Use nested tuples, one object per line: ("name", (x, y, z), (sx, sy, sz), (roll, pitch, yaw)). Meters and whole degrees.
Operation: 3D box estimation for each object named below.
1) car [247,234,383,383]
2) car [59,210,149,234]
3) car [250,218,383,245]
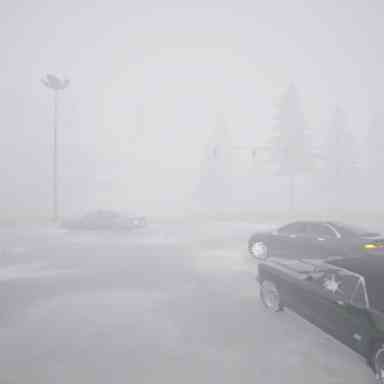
("car", (2.725, 1.655, 5.146), (1.895, 1.301, 4.718), (0, -1, -14))
("car", (-5.425, 1.796, 20.602), (5.357, 1.411, 2.033), (0, -1, 15))
("car", (3.875, 1.621, 10.772), (1.837, 1.490, 4.892), (2, -2, -34))
